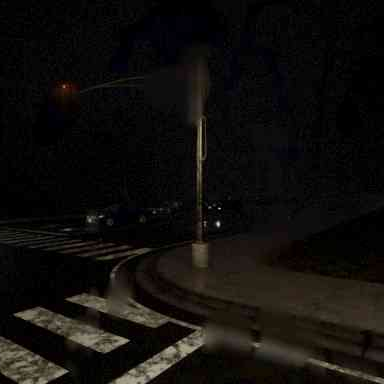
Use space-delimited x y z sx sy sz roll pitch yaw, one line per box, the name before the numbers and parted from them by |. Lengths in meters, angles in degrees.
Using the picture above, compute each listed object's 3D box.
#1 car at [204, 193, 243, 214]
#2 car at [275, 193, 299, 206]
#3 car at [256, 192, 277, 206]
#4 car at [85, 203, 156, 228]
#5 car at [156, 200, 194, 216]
car | 3.251 1.114 33.776 2.150 2.045 5.566 0 0 35
car | 14.609 1.349 49.912 1.837 1.490 4.892 0 0 35
car | 11.950 1.078 51.781 2.150 2.045 5.566 0 0 35
car | -4.850 1.465 22.169 1.812 1.442 4.674 0 0 36
car | -1.872 1.462 32.111 2.033 1.411 5.357 0 0 35
